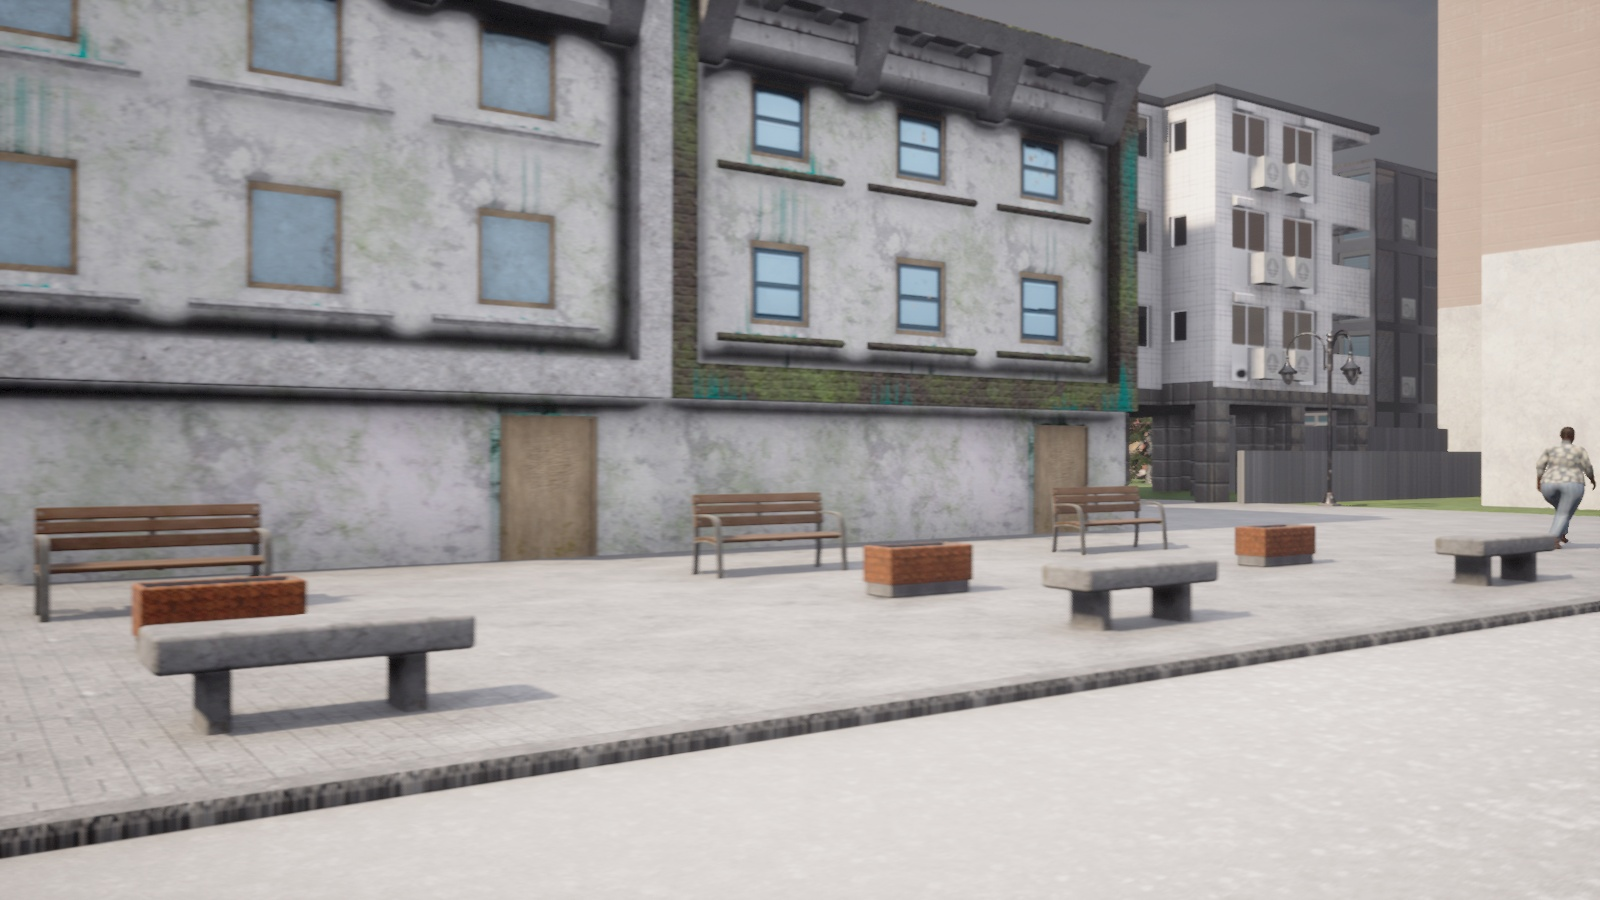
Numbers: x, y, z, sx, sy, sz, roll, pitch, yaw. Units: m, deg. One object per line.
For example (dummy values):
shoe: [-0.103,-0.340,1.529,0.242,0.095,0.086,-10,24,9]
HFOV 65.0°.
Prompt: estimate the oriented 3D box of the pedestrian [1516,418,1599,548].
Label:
pedestrian: [11.264,0.476,18.569,0.900,1.855,0.874,0,0,-37]
